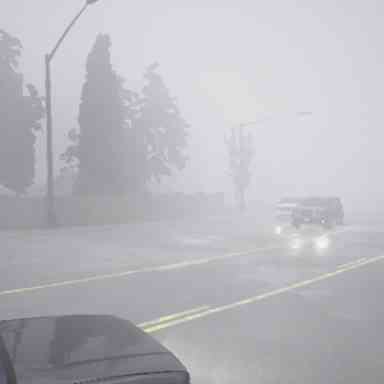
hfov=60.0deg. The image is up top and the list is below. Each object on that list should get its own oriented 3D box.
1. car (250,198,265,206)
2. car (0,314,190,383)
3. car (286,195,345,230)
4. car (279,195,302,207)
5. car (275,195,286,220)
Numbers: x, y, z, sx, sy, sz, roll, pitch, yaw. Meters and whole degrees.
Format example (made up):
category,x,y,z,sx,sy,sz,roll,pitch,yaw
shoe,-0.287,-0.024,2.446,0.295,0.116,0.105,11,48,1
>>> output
category,x,y,z,sx,sy,sz,roll,pitch,yaw
car,13.666,2.079,69.751,1.812,1.442,4.674,-1,-1,-8
car,-2.543,1.558,2.019,5.357,1.411,2.033,0,0,-36
car,8.374,1.276,21.803,2.150,2.045,5.566,0,0,37
car,18.284,1.639,62.154,2.150,2.045,5.566,-1,0,-7
car,8.905,1.336,28.806,2.150,2.045,5.566,0,-1,30
